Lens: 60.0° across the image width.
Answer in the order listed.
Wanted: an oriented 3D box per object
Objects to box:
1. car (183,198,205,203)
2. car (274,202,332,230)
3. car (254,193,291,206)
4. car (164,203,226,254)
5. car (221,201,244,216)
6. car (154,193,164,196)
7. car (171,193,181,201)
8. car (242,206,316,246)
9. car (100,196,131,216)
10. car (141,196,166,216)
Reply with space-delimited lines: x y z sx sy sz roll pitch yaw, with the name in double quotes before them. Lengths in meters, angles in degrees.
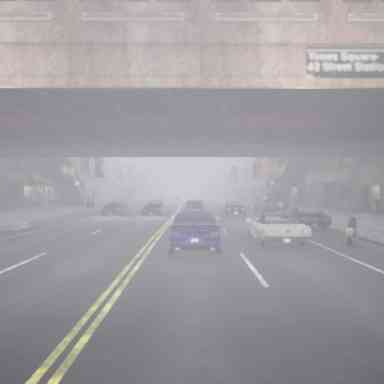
"car" 0.227 1.368 31.957 1.837 1.490 4.892 0 0 0
"car" 6.730 1.508 20.443 1.895 1.301 4.718 0 0 0
"car" 6.687 1.110 27.838 2.435 2.045 5.566 0 0 0
"car" 0.119 1.420 13.338 1.882 1.535 5.008 0 0 0
"car" 3.728 1.472 30.276 1.895 1.301 4.718 0 0 0
"car" -6.876 1.093 70.681 1.837 1.490 4.892 0 0 0
"car" -3.376 1.188 70.652 1.895 1.301 4.718 0 0 0
"car" 3.630 1.537 14.834 1.895 1.301 4.718 0 0 0
"car" -6.964 1.416 30.845 2.033 1.411 5.357 0 0 0
"car" -3.464 1.416 30.887 2.033 1.411 5.357 0 0 0
